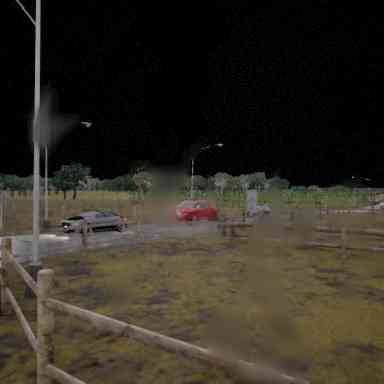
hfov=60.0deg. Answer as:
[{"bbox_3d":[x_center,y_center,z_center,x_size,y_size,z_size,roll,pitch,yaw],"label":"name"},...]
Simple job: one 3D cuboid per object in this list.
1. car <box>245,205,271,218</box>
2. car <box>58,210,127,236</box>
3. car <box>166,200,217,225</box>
[{"bbox_3d":[7.998,2.336,40.253,1.837,1.490,4.892,1,-1,35],"label":"car"},{"bbox_3d":[-5.981,1.830,20.405,1.994,1.385,4.181,1,-1,35],"label":"car"},{"bbox_3d":[0.092,1.718,29.029,2.150,2.045,5.566,1,-1,36],"label":"car"}]
